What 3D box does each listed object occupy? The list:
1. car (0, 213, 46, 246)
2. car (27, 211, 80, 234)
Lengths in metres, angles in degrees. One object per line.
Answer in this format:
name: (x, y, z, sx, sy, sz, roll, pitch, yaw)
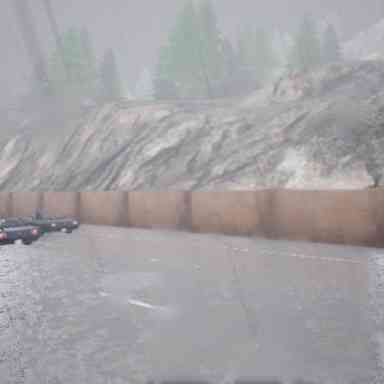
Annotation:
car: (-8.680, 1.698, 14.473, 4.718, 1.301, 1.895, 0, 0, 36)
car: (-8.485, 1.712, 18.632, 4.718, 1.301, 1.895, 0, 0, 35)
